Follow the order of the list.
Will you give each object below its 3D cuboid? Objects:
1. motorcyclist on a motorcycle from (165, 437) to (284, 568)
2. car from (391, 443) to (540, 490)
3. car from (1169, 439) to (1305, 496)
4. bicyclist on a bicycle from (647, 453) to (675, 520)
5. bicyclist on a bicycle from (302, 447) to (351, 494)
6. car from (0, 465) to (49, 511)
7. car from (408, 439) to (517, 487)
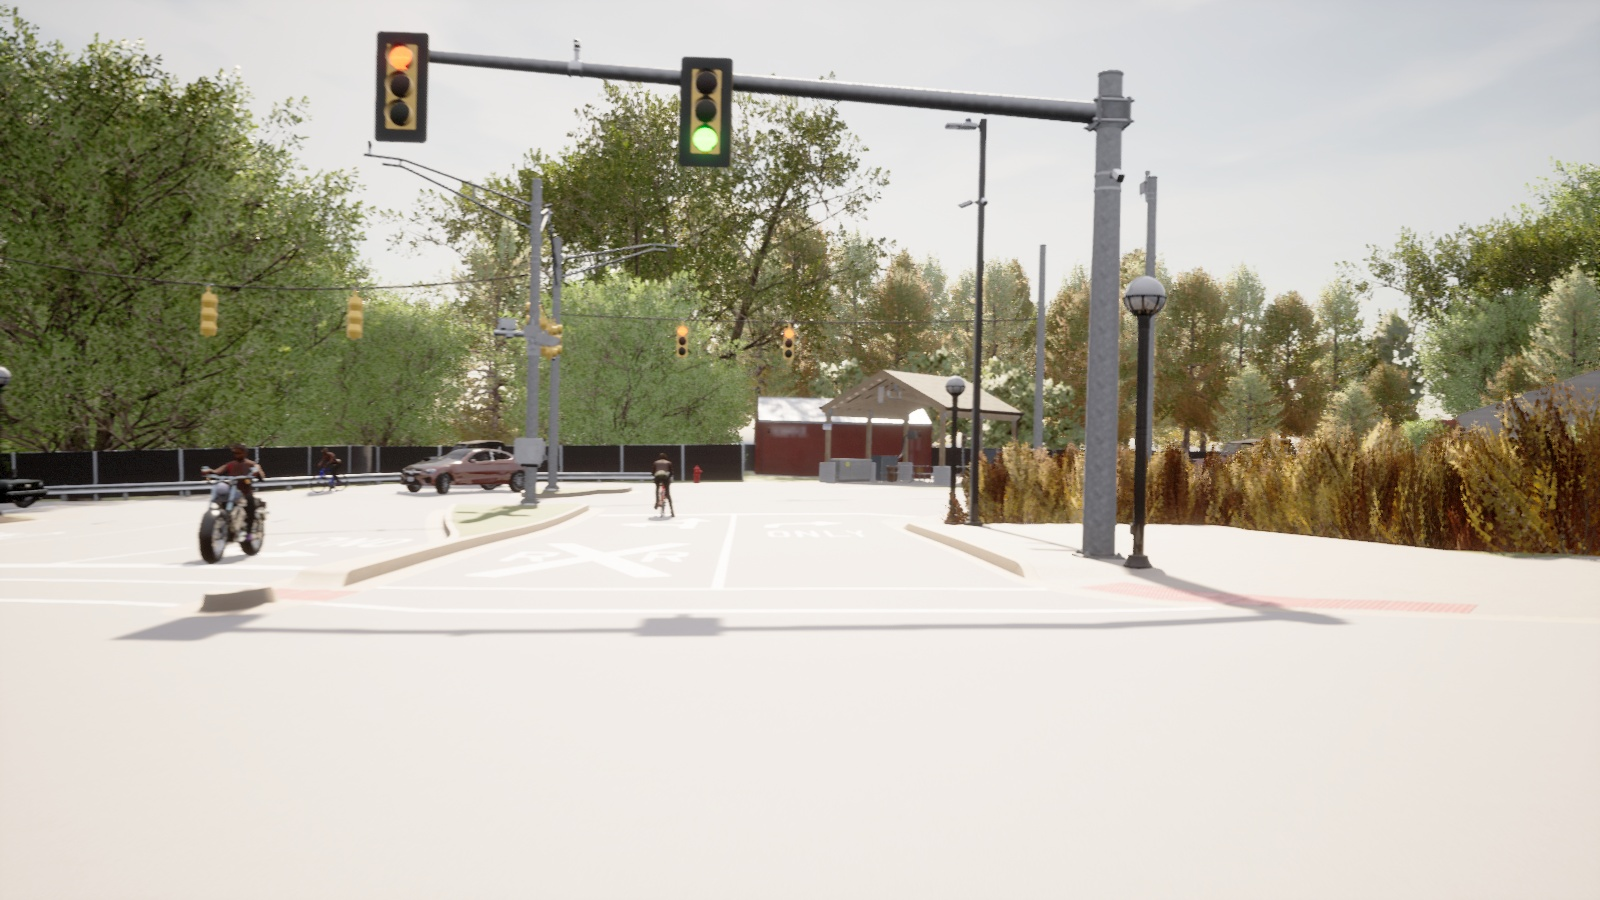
[{"bbox_3d":[-7.799,0.692,17.142,0.766,1.649,2.350,1,-1,-7],"label":"motorcyclist on a motorcycle"},{"bbox_3d":[-12.393,0.587,46.793,2.152,1.651,5.027,1,1,40],"label":"car"},{"bbox_3d":[14.614,0.569,42.157,3.866,1.878,1.905,0,0,0],"label":"car"},{"bbox_3d":[-3.533,0.910,31.907,0.582,1.620,1.656,0,1,-2],"label":"bicyclist on a bicycle"},{"bbox_3d":[-17.297,0.724,45.897,0.582,1.620,1.656,1,3,31],"label":"bicyclist on a bicycle"},{"bbox_3d":[-25.639,1.143,37.995,4.718,1.301,1.895,0,1,2],"label":"car"},{"bbox_3d":[-13.748,0.514,51.226,3.866,1.878,1.905,0,1,-37],"label":"car"}]
